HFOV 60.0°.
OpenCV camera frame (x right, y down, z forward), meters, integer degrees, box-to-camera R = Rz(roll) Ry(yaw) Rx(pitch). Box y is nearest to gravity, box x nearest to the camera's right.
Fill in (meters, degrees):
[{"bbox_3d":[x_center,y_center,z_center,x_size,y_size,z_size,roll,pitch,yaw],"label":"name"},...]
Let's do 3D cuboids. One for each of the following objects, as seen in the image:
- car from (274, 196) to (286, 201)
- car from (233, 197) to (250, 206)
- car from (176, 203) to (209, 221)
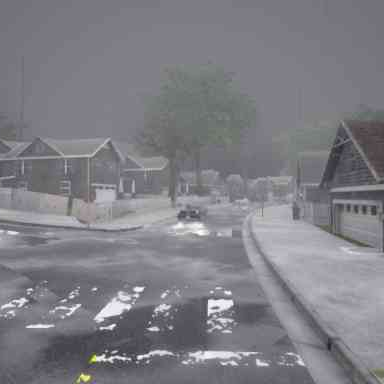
[{"bbox_3d":[20.188,1.688,76.414,1.837,1.490,4.892,-1,-1,32],"label":"car"},{"bbox_3d":[7.920,1.516,52.764,1.812,1.442,4.674,-1,0,22],"label":"car"},{"bbox_3d":[0.114,1.583,27.198,1.895,1.301,4.718,0,0,11],"label":"car"}]
